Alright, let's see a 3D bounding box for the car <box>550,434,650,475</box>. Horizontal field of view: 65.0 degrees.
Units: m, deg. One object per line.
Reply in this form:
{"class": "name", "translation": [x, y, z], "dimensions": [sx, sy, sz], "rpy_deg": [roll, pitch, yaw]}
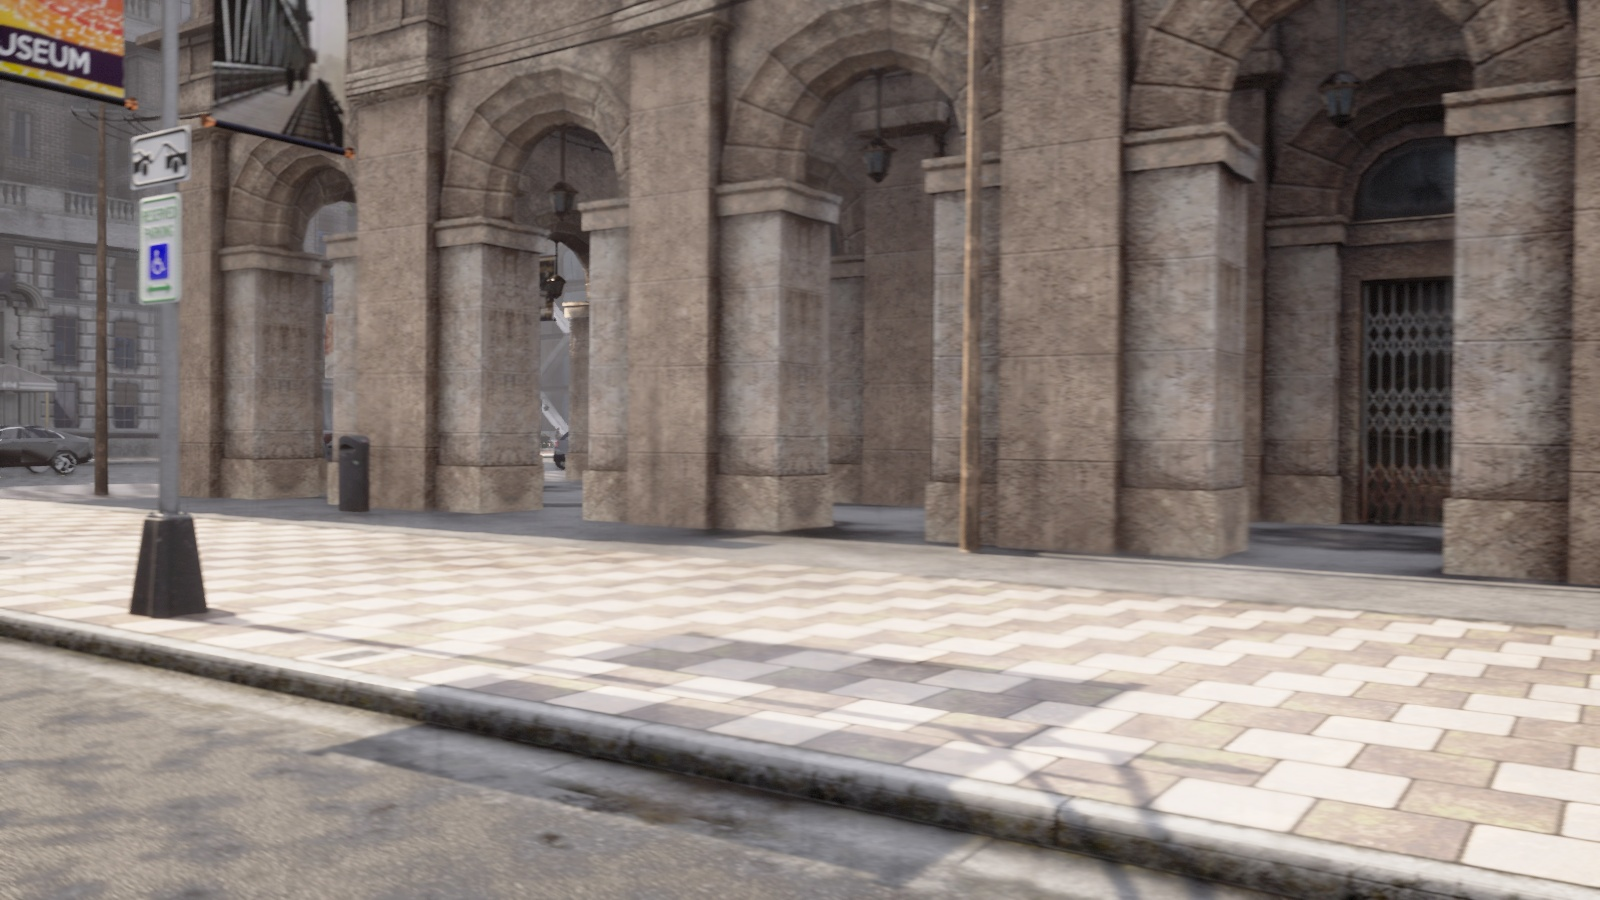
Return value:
{"class": "car", "translation": [-7.753, 0.148, 48.920], "dimensions": [1.845, 1.501, 3.633], "rpy_deg": [0, 1, 34]}

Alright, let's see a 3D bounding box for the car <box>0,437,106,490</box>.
{"class": "car", "translation": [-23.762, 0.392, 37.441], "dimensions": [2.128, 1.511, 4.902], "rpy_deg": [0, 1, 33]}
